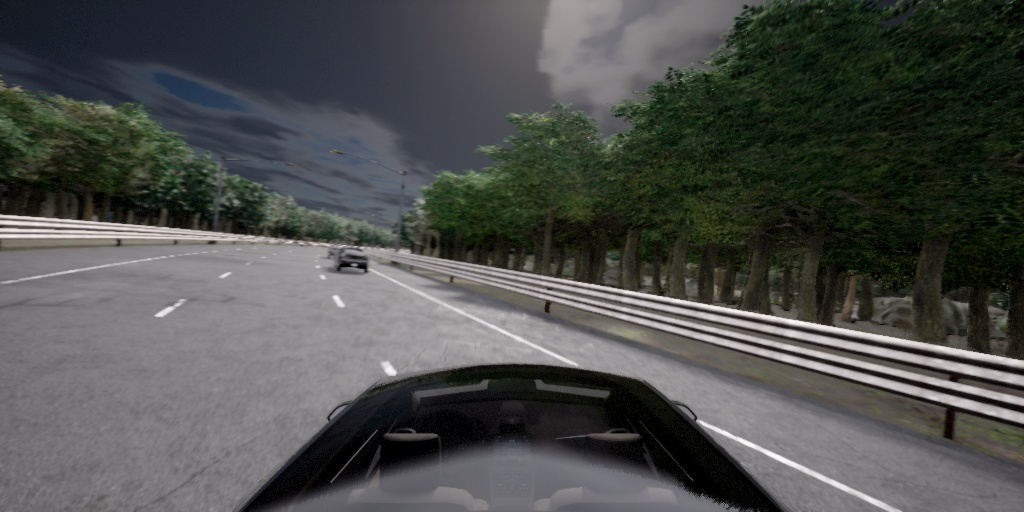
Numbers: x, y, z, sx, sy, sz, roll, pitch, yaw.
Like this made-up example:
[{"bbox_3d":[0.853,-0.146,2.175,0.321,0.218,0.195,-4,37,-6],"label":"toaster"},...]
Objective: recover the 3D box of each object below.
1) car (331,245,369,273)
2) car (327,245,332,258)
[{"bbox_3d":[-10.680,0.192,23.806,1.837,1.490,4.892,7,-1,-30],"label":"car"},{"bbox_3d":[-19.329,-0.484,39.709,2.128,1.511,4.902,7,-1,-27],"label":"car"}]
